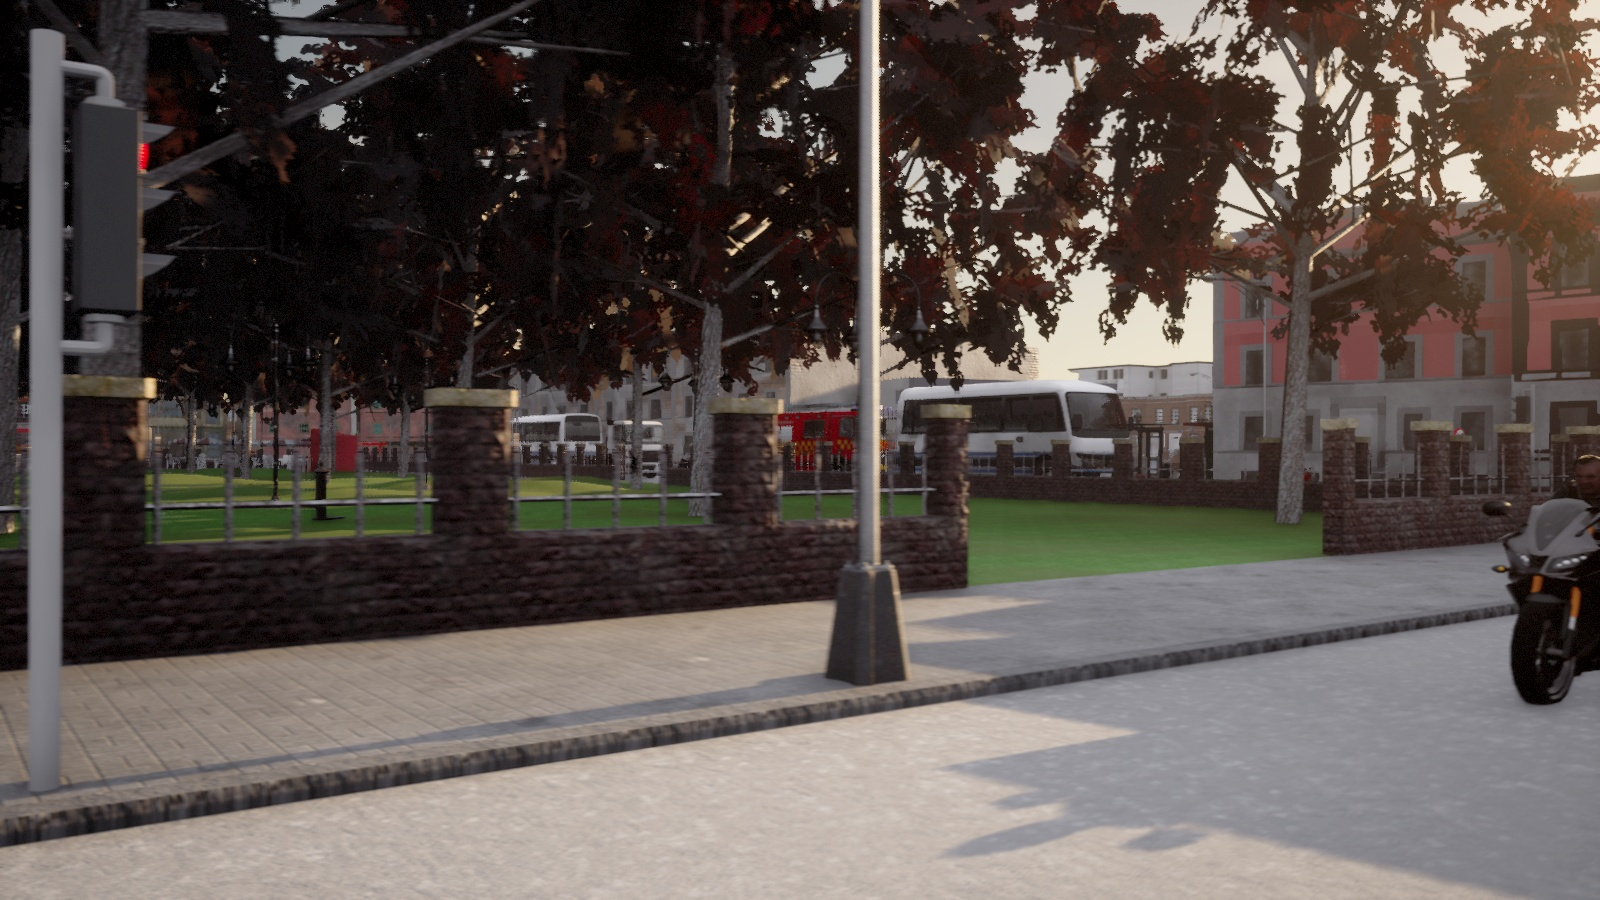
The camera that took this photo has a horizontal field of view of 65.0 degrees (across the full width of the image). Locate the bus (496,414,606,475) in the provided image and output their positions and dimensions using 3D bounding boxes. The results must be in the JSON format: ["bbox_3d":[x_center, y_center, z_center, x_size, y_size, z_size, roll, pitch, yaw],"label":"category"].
[{"bbox_3d":[-18.396,-0.356,92.047,3.944,4.253,10.273,0,0,-36],"label":"bus"}]

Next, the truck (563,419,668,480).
[{"bbox_3d":[-11.123,-0.020,75.123,2.891,3.462,7.936,0,0,-36],"label":"truck"}]

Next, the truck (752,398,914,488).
[{"bbox_3d":[1.351,-0.275,57.789,2.891,3.827,8.468,0,0,-36],"label":"truck"}]

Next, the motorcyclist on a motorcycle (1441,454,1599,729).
[{"bbox_3d":[5.059,0.789,8.010,2.191,1.530,0.866,0,0,-37],"label":"motorcyclist on a motorcycle"}]

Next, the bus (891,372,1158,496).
[{"bbox_3d":[8.285,-0.527,48.139,3.944,4.253,10.273,0,0,-35],"label":"bus"}]
